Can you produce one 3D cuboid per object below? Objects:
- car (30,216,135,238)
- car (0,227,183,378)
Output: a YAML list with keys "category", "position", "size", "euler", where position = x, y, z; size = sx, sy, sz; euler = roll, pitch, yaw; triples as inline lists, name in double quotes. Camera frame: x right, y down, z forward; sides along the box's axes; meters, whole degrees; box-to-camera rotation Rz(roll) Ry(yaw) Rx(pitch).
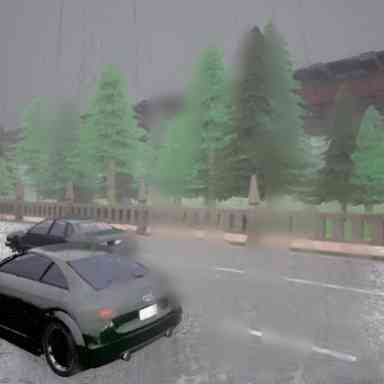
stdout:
- category: "car"
  position: [-4.213, 1.531, 11.300]
  size: [5.357, 1.411, 2.033]
  euler: [0, 0, 35]
- category: "car"
  position: [-2.218, 1.556, 5.576]
  size: [4.181, 1.385, 1.994]
  euler: [0, 0, 35]
